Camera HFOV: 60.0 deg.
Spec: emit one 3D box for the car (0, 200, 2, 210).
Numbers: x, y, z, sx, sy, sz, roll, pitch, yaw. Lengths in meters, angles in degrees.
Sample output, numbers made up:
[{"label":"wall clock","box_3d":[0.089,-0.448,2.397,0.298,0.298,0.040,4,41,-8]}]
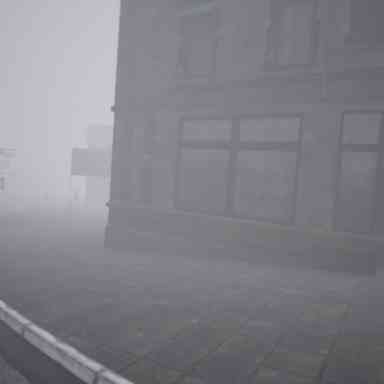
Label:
[{"label":"car","box_3d":[-21.233,1.193,34.574,1.882,1.535,5.008,3,0,-18]}]
